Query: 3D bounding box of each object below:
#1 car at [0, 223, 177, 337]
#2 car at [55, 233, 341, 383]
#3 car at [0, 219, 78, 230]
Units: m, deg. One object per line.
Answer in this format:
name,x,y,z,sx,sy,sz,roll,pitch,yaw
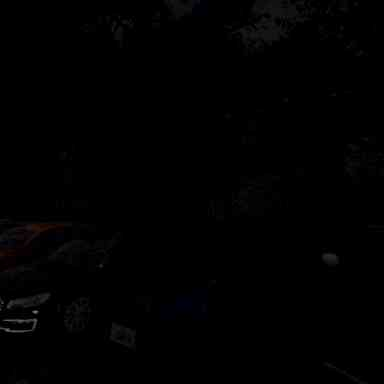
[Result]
car,-1.628,1.517,6.936,2.231,1.521,4.892,0,0,36
car,0.649,1.527,5.335,2.163,1.488,4.792,0,0,36
car,-3.894,1.534,8.555,2.097,1.535,5.008,0,0,36
